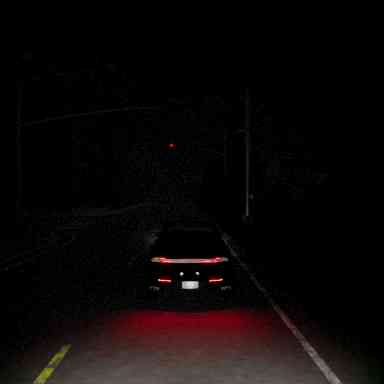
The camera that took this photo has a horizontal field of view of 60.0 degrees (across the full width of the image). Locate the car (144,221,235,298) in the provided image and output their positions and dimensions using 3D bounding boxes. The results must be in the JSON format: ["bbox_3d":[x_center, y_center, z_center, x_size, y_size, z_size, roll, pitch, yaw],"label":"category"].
[{"bbox_3d":[-0.071,1.492,8.530,2.128,1.511,4.902,0,0,-1],"label":"car"}]
